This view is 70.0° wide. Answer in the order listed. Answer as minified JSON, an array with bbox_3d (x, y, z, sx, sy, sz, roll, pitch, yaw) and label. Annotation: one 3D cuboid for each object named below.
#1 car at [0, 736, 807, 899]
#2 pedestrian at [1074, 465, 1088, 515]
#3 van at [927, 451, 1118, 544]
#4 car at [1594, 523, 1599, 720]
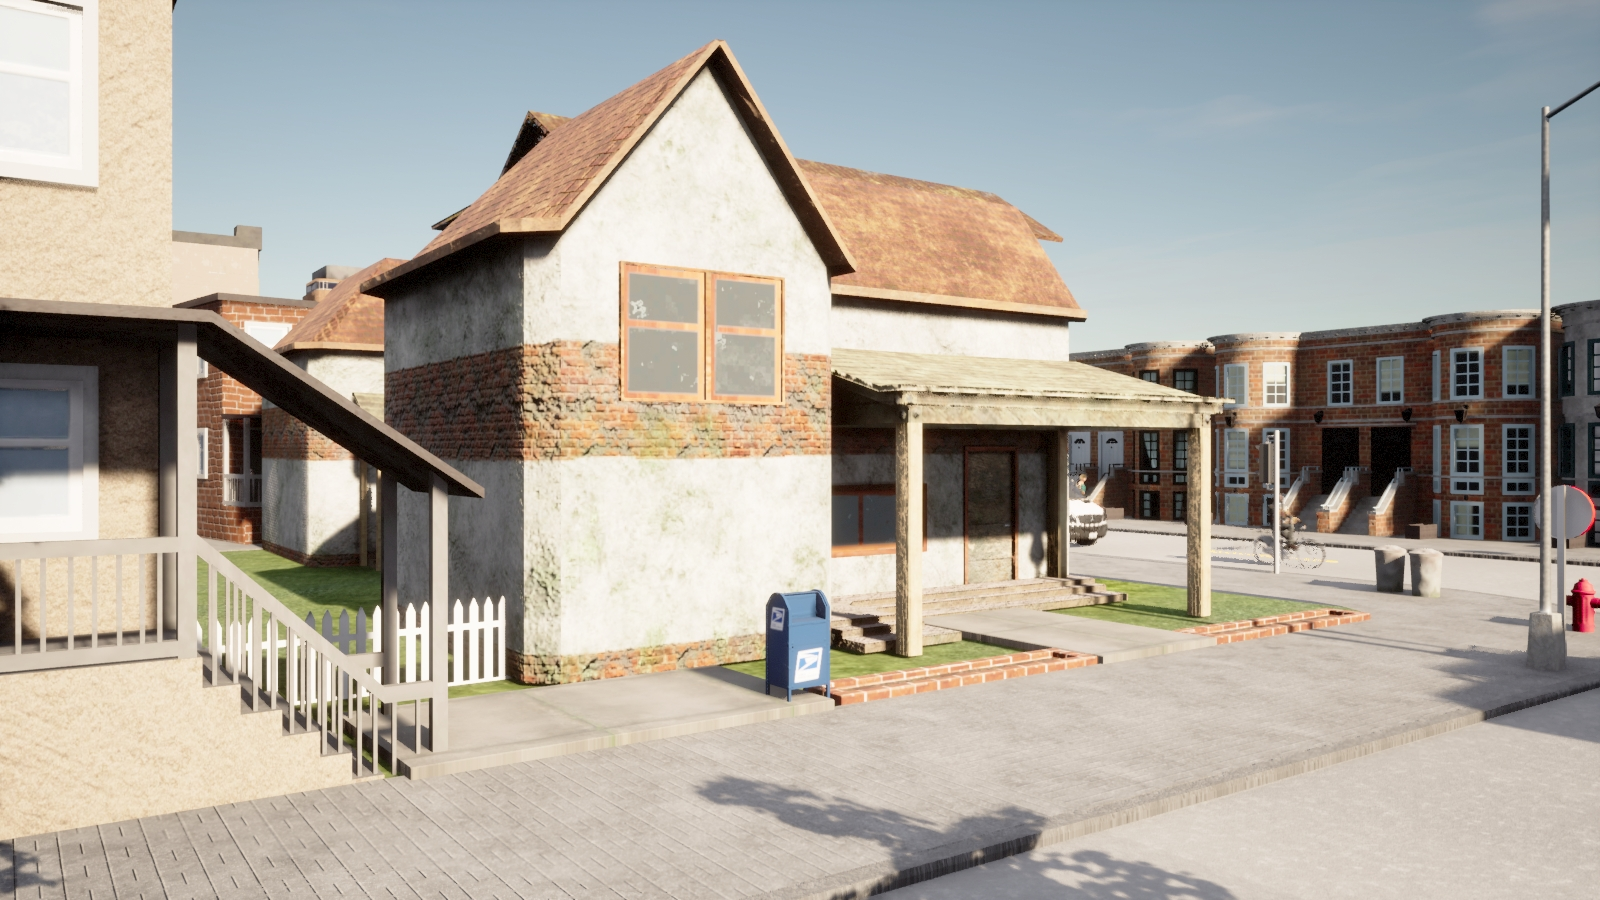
[{"bbox_3d":[-2.264,1.899,2.812,4.181,1.385,1.994,0,0,-35],"label":"car"},{"bbox_3d":[10.637,1.511,43.289,0.375,1.860,0.375,0,0,40],"label":"pedestrian"},{"bbox_3d":[6.551,1.305,34.443,1.988,2.561,5.915,0,0,-35],"label":"van"},{"bbox_3d":[9.979,1.639,11.365,4.605,1.855,1.932,0,0,-35],"label":"car"}]
